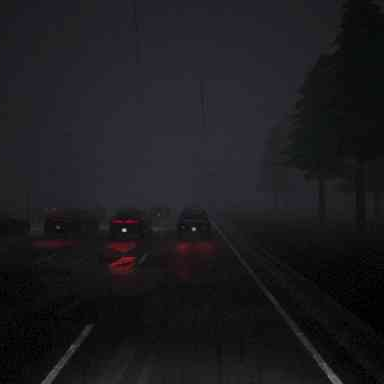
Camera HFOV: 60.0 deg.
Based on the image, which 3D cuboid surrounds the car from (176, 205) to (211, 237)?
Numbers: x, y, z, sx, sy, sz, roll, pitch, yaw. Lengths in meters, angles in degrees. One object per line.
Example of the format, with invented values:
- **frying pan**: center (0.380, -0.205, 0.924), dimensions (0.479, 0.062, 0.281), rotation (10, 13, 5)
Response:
- **car**: center (0.100, 1.726, 19.534), dimensions (2.128, 1.511, 4.902), rotation (0, -1, 0)

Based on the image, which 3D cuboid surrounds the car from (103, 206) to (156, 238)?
- **car**: center (-3.400, 1.733, 19.114), dimensions (1.837, 1.490, 4.892), rotation (0, -2, 0)

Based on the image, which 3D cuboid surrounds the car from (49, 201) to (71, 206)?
- **car**: center (-13.921, 1.784, 35.797), dimensions (2.097, 1.767, 4.553), rotation (0, -1, 0)

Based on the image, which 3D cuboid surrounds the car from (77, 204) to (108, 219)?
- **car**: center (-10.418, 2.025, 35.249), dimensions (1.895, 1.301, 4.718), rotation (0, -1, 0)

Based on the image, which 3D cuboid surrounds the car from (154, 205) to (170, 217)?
- **car**: center (-3.417, 2.041, 36.551), dimensions (1.895, 1.301, 4.718), rotation (0, -1, 0)

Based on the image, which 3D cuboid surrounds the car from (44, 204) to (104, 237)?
- **car**: center (-6.900, 1.715, 19.621), dimensions (1.882, 1.535, 5.008), rotation (0, -1, 0)

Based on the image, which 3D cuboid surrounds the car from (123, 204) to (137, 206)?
- **car**: center (-6.916, 2.052, 37.502), dimensions (1.895, 1.301, 4.718), rotation (0, -1, 0)

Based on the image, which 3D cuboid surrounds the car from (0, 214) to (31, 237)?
- **car**: center (-10.401, 1.812, 17.502), dimensions (1.895, 1.301, 4.718), rotation (0, -1, 0)

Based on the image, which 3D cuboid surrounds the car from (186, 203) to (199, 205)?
- **car**: center (0.080, 1.939, 37.281), dimensions (2.128, 1.511, 4.902), rotation (0, -1, 0)
